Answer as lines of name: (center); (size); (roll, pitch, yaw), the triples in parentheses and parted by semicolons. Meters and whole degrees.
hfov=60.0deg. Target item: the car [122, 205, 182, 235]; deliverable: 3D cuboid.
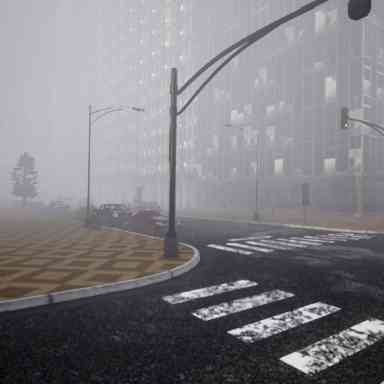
car: (-2.241, 1.662, 19.372); (1.802, 1.307, 4.206); (1, -1, -35)

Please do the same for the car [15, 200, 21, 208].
car: (-28.277, 2.062, 56.647); (1.887, 1.381, 4.507); (1, -1, -35)

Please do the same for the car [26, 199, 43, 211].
car: (-21.769, 1.959, 47.328); (2.008, 1.369, 4.403); (1, -1, -35)

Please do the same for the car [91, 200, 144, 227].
car: (-5.496, 1.575, 24.033); (1.967, 1.590, 4.097); (1, -1, -35)

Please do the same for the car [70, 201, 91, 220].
car: (-8.653, 1.713, 28.552); (1.752, 1.417, 4.829); (1, -1, -35)

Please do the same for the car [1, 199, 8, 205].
car: (-41.296, 2.287, 75.283); (2.008, 1.369, 4.403); (1, -1, -35)

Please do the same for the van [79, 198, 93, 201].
van: (-18.153, 1.952, 56.787); (1.690, 1.788, 3.998); (1, -1, -35)

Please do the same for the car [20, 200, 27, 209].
car: (-25.023, 2.029, 51.987); (1.947, 1.339, 4.313); (1, -1, -35)

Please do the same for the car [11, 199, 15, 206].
car: (-31.533, 2.123, 61.305); (2.008, 1.369, 4.403); (1, -1, -35)

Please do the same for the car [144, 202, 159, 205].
car: (-5.135, 1.832, 38.149); (1.967, 1.590, 4.097); (1, -1, -35)

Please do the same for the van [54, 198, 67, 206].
van: (-27.916, 2.117, 70.765); (1.690, 1.788, 3.998); (1, -1, -35)

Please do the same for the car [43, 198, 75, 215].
car: (-15.259, 1.739, 38.011); (1.967, 1.590, 4.097); (1, -1, -35)

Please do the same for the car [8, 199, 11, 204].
car: (-34.787, 2.209, 65.965); (1.802, 1.307, 4.206); (1, -1, -35)

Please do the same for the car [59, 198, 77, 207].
car: (-24.662, 2.036, 66.106); (2.192, 1.841, 5.009); (1, -1, -35)

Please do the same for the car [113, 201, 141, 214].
car: (-8.486, 1.974, 42.946); (1.752, 1.417, 4.829); (1, -1, -35)
